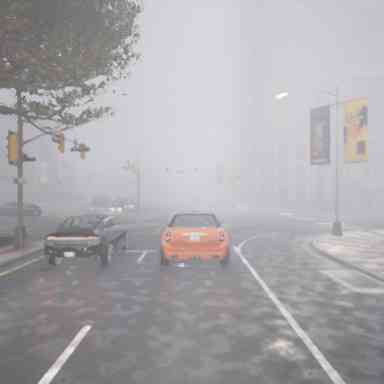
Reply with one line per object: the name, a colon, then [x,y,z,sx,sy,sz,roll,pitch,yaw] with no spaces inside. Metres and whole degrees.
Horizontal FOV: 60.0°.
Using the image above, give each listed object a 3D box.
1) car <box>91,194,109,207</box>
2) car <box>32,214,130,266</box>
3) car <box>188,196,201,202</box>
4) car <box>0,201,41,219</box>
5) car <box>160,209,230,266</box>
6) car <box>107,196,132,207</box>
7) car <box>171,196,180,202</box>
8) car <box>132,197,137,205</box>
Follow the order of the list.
car: [-15.014,1.380,55.188,2.150,2.045,5.566,0,0,0]
car: [-3.431,1.525,11.650,2.128,1.511,4.902,0,0,-1]
car: [0.648,1.694,79.848,1.994,1.385,4.181,0,0,20]
car: [-15.669,1.589,29.473,4.892,1.490,1.837,0,-1,21]
car: [0.091,1.386,11.852,2.097,1.767,4.553,0,0,0]
car: [-11.535,1.645,53.523,2.128,1.511,4.902,0,0,0]
car: [-3.922,1.585,79.818,2.033,1.411,5.357,0,0,-8]
car: [-11.530,1.671,63.163,2.128,1.511,4.902,0,0,0]
